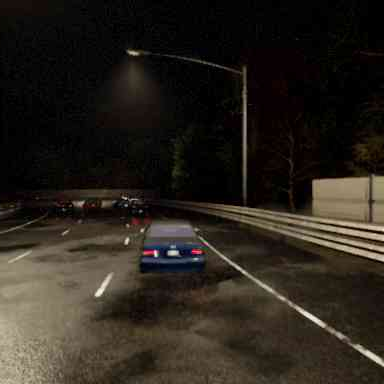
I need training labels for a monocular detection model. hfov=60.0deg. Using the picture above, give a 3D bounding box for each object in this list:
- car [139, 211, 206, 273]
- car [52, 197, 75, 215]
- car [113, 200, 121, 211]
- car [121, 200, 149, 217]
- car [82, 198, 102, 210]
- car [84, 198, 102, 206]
[{"bbox_3d":[-0.707,1.567,10.756,2.033,1.411,5.357,0,0,-5],"label":"car"},{"bbox_3d":[-13.643,1.571,35.681,2.128,1.511,4.902,0,0,-19],"label":"car"},{"bbox_3d":[-8.858,1.649,42.684,1.994,1.385,4.181,0,0,-22],"label":"car"},{"bbox_3d":[-5.367,1.555,32.601,2.128,1.511,4.902,0,0,-17],"label":"car"},{"bbox_3d":[-13.280,1.657,43.907,1.994,1.385,4.181,0,0,-24],"label":"car"},{"bbox_3d":[-17.590,1.726,59.185,1.895,1.301,4.718,0,0,-32],"label":"car"}]
